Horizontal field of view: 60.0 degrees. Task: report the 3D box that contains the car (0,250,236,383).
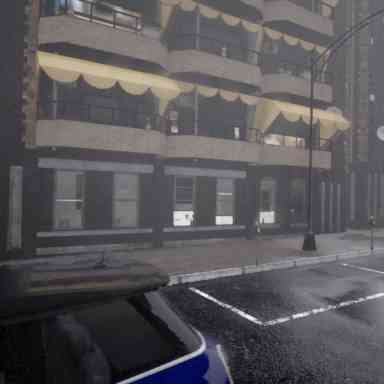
[{"bbox_3d":[-1.883,1.352,1.870,4.553,1.767,2.097,0,0,-34],"label":"car"}]
